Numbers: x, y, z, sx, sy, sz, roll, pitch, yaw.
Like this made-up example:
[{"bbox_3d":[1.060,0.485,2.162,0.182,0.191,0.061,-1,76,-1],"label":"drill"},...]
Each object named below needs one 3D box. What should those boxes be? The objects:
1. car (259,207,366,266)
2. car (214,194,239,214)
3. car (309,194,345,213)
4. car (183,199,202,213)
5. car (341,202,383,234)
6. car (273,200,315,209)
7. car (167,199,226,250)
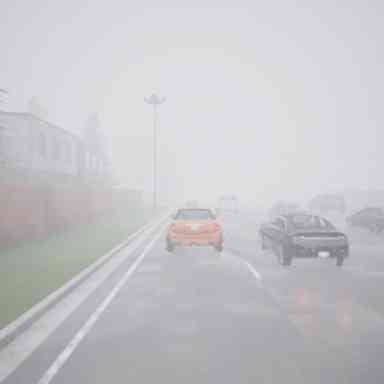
[{"bbox_3d":[3.598,1.492,11.517,2.128,1.511,4.902,0,0,0],"label":"car"},{"bbox_3d":[3.595,1.222,35.025,2.150,2.045,5.566,0,0,0],"label":"car"},{"bbox_3d":[14.095,1.221,35.021,2.150,2.045,5.566,0,0,0],"label":"car"},{"bbox_3d":[0.080,1.564,37.183,1.994,1.385,4.181,0,0,0],"label":"car"},{"bbox_3d":[10.597,1.525,18.971,1.812,1.442,4.674,0,0,0],"label":"car"},{"bbox_3d":[7.096,1.547,25.071,2.033,1.411,5.357,0,0,0],"label":"car"},{"bbox_3d":[0.097,1.353,14.347,2.097,1.767,4.553,0,0,0],"label":"car"}]
